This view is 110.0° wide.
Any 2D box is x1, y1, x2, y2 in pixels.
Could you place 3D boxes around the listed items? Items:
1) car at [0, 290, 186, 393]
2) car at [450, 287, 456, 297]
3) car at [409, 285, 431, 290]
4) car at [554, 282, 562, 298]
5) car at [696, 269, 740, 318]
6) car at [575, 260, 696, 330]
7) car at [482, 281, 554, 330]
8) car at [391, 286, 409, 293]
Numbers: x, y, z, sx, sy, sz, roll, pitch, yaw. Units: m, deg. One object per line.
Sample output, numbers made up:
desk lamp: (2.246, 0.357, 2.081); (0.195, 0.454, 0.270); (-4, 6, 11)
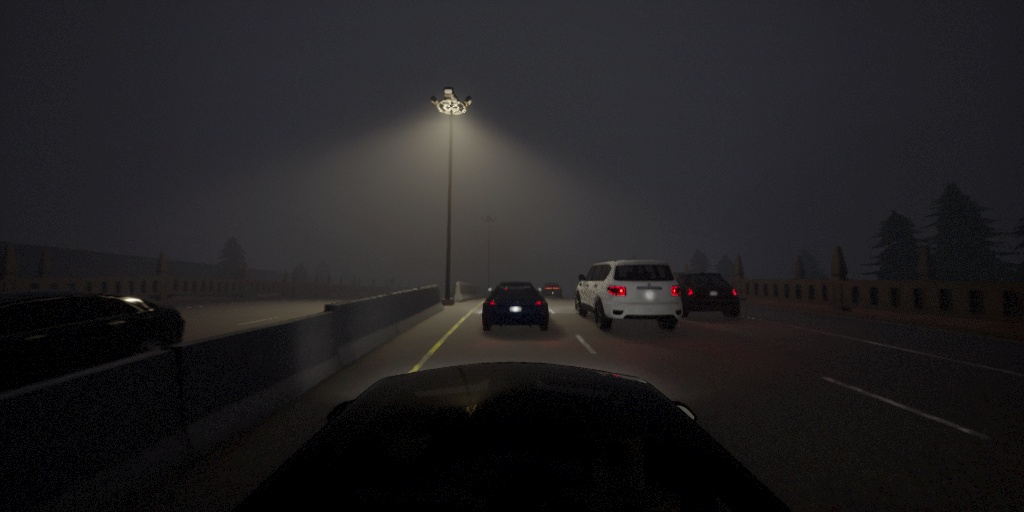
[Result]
car: (-7.099, 1.276, 4.726); (1.837, 1.490, 4.892); (0, 0, 0)
car: (-7.084, 4.598, 45.753); (1.895, 1.301, 4.718); (0, -6, 0)
car: (-10.581, 4.275, 43.595); (1.837, 1.490, 4.892); (0, -7, 0)
car: (3.602, 3.262, 34.028); (1.837, 1.490, 4.892); (0, -6, 0)
car: (7.101, 1.456, 14.745); (2.097, 1.767, 4.553); (0, -3, 0)
car: (3.601, 1.200, 12.068); (2.150, 2.045, 5.566); (0, -2, 0)
car: (0.101, 1.541, 12.019); (1.994, 1.385, 4.181); (0, -2, 0)
car: (-14.075, 4.661, 46.856); (2.033, 1.411, 5.357); (0, -6, 0)
